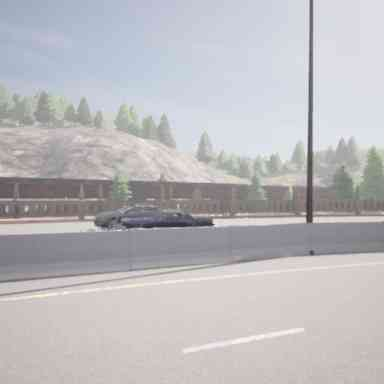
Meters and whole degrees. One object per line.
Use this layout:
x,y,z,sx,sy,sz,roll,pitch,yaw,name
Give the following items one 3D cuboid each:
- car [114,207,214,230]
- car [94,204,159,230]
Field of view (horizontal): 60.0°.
-1.392,1.594,17.261,4.718,1.301,1.895,0,0,-19,car
-3.405,1.483,20.186,4.902,1.511,2.128,0,0,-20,car
